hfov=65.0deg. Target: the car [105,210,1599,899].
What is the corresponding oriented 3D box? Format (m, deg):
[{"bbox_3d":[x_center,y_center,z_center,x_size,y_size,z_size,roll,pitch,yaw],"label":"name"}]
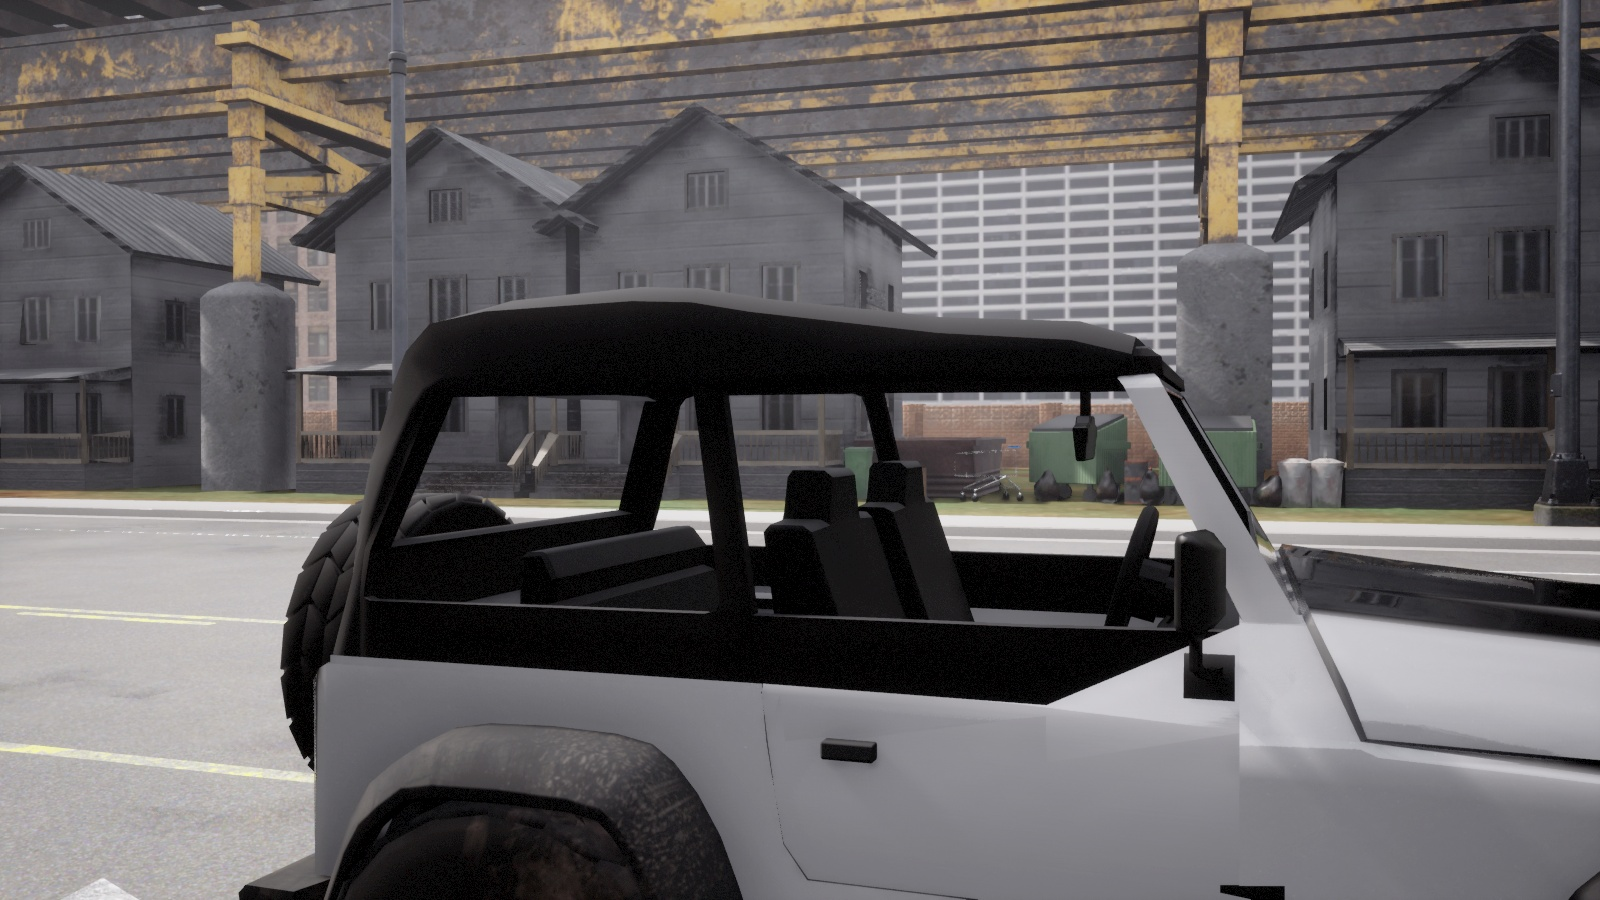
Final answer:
[{"bbox_3d":[0.641,0.577,2.981,3.866,1.878,1.905,1,1,19],"label":"car"}]
